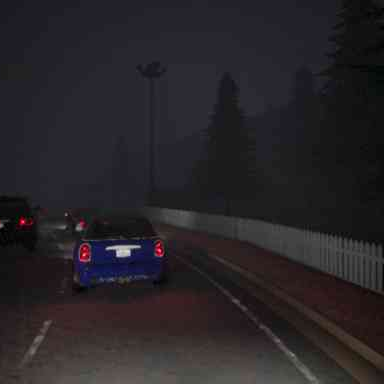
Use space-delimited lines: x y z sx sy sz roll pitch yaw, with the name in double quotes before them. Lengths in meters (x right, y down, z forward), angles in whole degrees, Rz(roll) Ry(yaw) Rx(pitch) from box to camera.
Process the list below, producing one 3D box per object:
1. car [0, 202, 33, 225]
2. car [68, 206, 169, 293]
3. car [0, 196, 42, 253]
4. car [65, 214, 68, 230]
"car" -12.905 1.485 24.512 1.994 1.385 4.181 0 1 -27
"car" -2.082 1.311 9.111 2.097 1.767 4.553 0 0 -17
"car" -7.266 1.167 13.116 2.150 2.045 5.566 0 0 -24
"car" -5.593 1.470 17.684 2.033 1.411 5.357 0 0 -26
